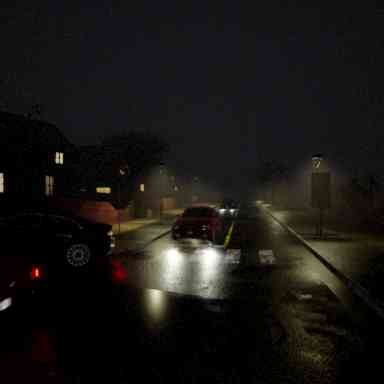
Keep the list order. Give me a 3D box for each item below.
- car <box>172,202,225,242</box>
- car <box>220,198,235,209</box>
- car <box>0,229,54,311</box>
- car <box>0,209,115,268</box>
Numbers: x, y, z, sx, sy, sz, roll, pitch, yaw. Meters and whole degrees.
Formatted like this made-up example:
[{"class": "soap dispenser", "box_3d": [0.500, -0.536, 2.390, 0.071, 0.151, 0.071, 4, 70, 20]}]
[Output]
[{"class": "car", "box_3d": [0.351, 1.469, 16.651, 1.882, 1.535, 5.008, 0, 0, 10]}, {"class": "car", "box_3d": [4.794, 1.507, 44.412, 2.033, 1.411, 5.357, 0, 0, 9]}, {"class": "car", "box_3d": [-5.052, 1.318, 5.426, 4.718, 1.301, 1.895, 3, 1, 8]}, {"class": "car", "box_3d": [-4.718, 1.236, 9.605, 4.902, 1.511, 2.128, 5, -1, -19]}]
